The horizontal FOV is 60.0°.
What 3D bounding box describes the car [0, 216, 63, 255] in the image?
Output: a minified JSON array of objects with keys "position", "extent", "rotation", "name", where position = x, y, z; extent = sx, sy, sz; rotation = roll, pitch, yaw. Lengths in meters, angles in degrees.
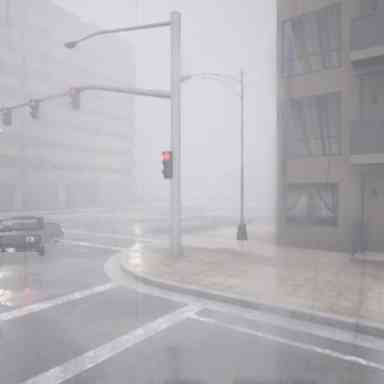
[{"position":[-6.395,1.590,12.978],"extent":[1.895,1.301,4.718],"rotation":[0,0,-13],"name":"car"}]
